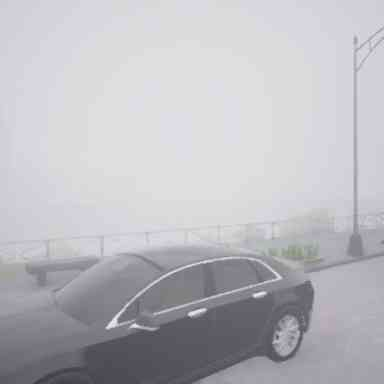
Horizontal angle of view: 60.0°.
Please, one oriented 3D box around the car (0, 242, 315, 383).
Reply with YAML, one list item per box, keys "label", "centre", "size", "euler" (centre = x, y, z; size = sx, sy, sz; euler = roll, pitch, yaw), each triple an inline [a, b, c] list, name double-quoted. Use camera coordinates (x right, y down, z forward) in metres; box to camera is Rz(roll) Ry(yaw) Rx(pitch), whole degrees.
- label: "car"
  centre: [-0.404, 1.504, 4.319]
  size: [4.892, 1.490, 1.837]
  euler: [0, 0, -36]
